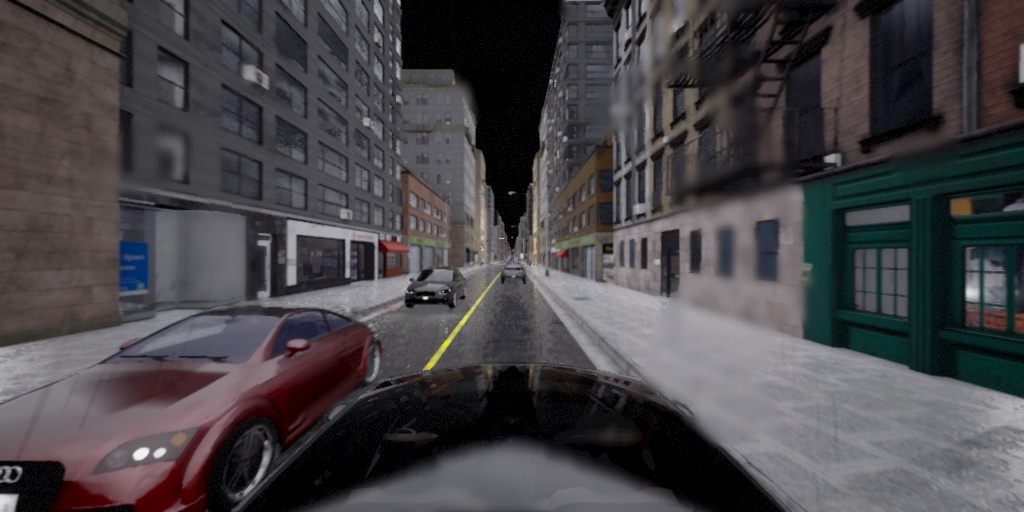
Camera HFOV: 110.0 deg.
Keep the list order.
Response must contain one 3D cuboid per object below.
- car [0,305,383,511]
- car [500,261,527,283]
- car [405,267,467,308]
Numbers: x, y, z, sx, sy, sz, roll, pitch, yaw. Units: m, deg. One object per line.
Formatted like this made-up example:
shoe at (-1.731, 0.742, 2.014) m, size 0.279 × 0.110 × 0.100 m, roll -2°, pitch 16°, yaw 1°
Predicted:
car at (-3.093, 1.309, 4.140) m, size 1.994 × 1.385 × 4.181 m, roll 0°, pitch 0°, yaw 0°
car at (0.125, 1.233, 27.393) m, size 2.128 × 1.511 × 4.902 m, roll 0°, pitch 0°, yaw 1°
car at (-3.059, 1.243, 15.158) m, size 1.837 × 1.490 × 4.892 m, roll 0°, pitch 0°, yaw 0°
